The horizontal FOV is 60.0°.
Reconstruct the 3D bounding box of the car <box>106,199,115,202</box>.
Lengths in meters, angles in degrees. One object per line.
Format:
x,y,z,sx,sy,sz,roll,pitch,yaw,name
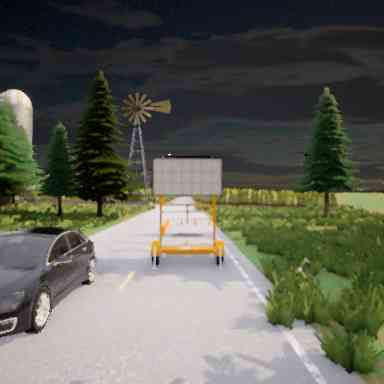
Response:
-18.291,1.806,73.176,1.905,1.878,3.866,0,-1,-32,car

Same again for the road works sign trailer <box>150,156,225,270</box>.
-0.151,0.556,11.433,2.380,3.560,2.880,0,0,-1,road works sign trailer

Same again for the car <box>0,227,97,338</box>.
-3.384,1.562,6.942,1.837,1.490,4.892,0,0,-1,car
